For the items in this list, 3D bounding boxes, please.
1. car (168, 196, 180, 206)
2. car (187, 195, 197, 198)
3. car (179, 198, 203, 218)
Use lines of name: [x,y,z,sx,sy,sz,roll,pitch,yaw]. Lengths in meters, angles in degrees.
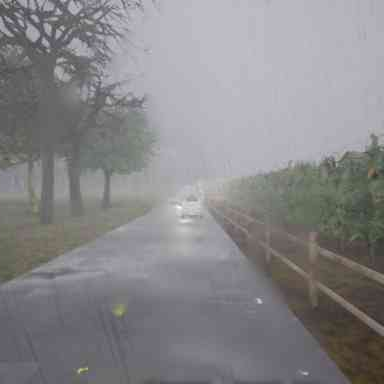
car: [-2.739,1.420,52.355,1.812,1.442,4.674,0,1,0]
car: [0.021,1.249,60.034,2.033,1.649,4.856,0,-1,0]
car: [0.016,1.570,29.732,1.812,1.442,4.674,0,0,0]
